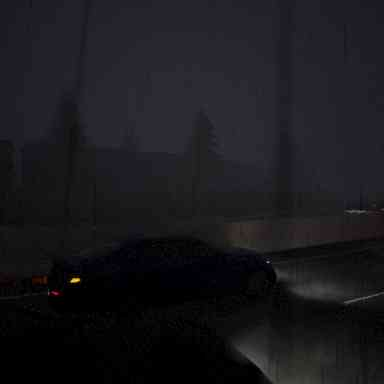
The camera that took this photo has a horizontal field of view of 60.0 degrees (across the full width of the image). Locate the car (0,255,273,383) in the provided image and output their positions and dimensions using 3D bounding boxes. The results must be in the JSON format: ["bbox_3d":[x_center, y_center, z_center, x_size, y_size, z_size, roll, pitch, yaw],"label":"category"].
[{"bbox_3d":[-1.936,1.548,2.143,5.357,1.411,2.033,0,0,-26],"label":"car"}]

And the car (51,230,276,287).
[{"bbox_3d":[-0.445,1.524,6.841,4.674,1.442,1.812,0,0,-28],"label":"car"}]
